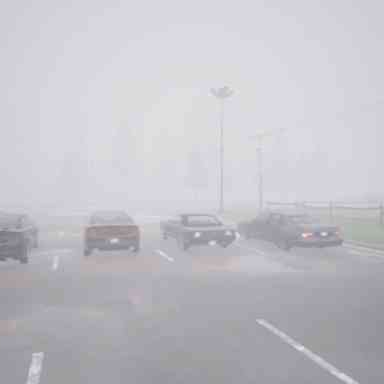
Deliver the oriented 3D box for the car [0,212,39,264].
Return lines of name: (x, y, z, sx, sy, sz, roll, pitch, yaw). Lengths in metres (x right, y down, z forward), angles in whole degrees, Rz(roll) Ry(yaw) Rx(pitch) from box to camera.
car: (-6.423, 1.428, 11.319, 1.882, 1.535, 5.008, 0, 0, -20)

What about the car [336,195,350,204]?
car: (28.174, 1.337, 57.937, 5.008, 1.535, 1.882, 0, 0, -19)

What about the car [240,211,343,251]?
car: (3.769, 1.508, 14.011, 2.033, 1.411, 5.357, 0, 0, -20)

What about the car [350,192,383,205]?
car: (29.347, 1.094, 54.655, 5.566, 2.045, 2.150, 0, 0, -19)

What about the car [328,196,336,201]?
car: (27.388, 1.325, 61.338, 5.008, 1.535, 1.882, 0, 0, -19)

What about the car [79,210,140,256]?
car: (-3.352, 1.427, 13.116, 1.882, 1.535, 5.008, 0, 0, -20)

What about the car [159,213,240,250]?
car: (-0.007, 1.553, 14.164, 1.895, 1.301, 4.718, 0, 0, -20)
